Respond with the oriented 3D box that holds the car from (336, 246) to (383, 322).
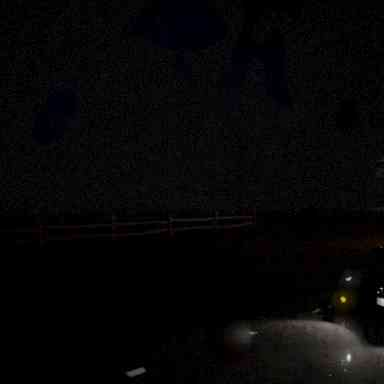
[{"bbox_3d":[4.676,1.584,6.447,4.181,1.385,1.994,0,0,-36],"label":"car"}]
